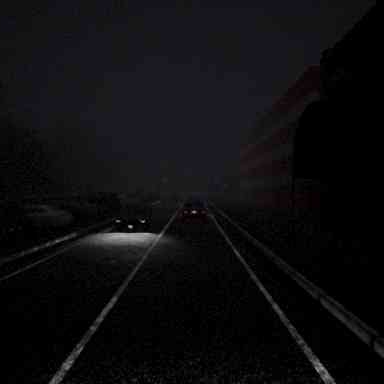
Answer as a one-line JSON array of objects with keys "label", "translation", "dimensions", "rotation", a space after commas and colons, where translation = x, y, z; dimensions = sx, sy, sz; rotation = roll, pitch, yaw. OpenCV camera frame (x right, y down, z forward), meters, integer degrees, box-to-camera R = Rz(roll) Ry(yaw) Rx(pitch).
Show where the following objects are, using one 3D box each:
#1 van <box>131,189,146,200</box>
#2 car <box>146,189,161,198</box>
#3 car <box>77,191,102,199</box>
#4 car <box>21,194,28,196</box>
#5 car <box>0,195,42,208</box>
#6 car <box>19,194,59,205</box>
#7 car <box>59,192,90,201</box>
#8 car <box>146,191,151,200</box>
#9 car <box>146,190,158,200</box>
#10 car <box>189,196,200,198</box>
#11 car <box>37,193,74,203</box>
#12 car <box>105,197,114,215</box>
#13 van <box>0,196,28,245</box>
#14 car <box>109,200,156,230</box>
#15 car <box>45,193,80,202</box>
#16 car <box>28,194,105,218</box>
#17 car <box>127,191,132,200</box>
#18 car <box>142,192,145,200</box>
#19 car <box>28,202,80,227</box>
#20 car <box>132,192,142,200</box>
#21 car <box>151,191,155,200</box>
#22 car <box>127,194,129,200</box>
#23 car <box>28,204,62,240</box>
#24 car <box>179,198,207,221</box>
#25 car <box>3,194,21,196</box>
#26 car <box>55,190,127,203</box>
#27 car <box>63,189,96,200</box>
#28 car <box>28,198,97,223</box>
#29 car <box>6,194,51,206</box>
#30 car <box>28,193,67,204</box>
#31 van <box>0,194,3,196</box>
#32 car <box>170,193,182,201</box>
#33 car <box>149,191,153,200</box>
[{"label": "van", "translation": [-9.302, 0.813, 47.470], "dimensions": [4.442, 1.987, 1.878], "rotation": [0, 1, 0]}, {"label": "car", "translation": [-9.090, 0.500, 67.247], "dimensions": [5.566, 2.045, 2.435], "rotation": [0, 1, 0]}, {"label": "car", "translation": [-21.620, 0.575, 70.034], "dimensions": [4.553, 1.767, 2.185], "rotation": [0, 0, 0]}, {"label": "car", "translation": [-21.814, 1.033, 38.845], "dimensions": [4.553, 1.767, 2.185], "rotation": [0, 1, 0]}, {"label": "car", "translation": [-21.768, 1.119, 41.669], "dimensions": [5.008, 1.535, 2.097], "rotation": [0, 1, 0]}, {"label": "car", "translation": [-21.783, 1.068, 47.441], "dimensions": [4.792, 1.488, 2.163], "rotation": [0, 1, 0]}, {"label": "car", "translation": [-21.717, 0.839, 61.557], "dimensions": [4.892, 1.521, 2.231], "rotation": [0, 1, 0]}, {"label": "car", "translation": [-9.147, 1.028, 50.298], "dimensions": [4.792, 1.488, 2.163], "rotation": [0, 1, 0]}, {"label": "car", "translation": [-9.132, 0.838, 61.599], "dimensions": [5.008, 1.535, 2.097], "rotation": [0, 1, 0]}, {"label": "car", "translation": [0.289, 1.203, 42.817], "dimensions": [2.033, 1.411, 5.357], "rotation": [0, 1, 1]}, {"label": "car", "translation": [-21.730, 0.960, 53.087], "dimensions": [5.008, 1.535, 2.097], "rotation": [0, 1, 0]}, {"label": "car", "translation": [-9.255, 1.355, 27.695], "dimensions": [4.674, 1.452, 2.002], "rotation": [0, 1, 0]}, {"label": "van", "translation": [-9.417, 1.257, 13.426], "dimensions": [4.442, 1.987, 1.878], "rotation": [0, 0, 0]}, {"label": "car", "translation": [-3.306, 1.466, 20.520], "dimensions": [2.033, 1.411, 5.357], "rotation": [0, 0, 0]}, {"label": "car", "translation": [-21.722, 0.921, 55.911], "dimensions": [4.892, 1.521, 2.231], "rotation": [0, 1, 0]}, {"label": "car", "translation": [-9.293, 1.229, 24.868], "dimensions": [4.553, 1.767, 2.185], "rotation": [0, 1, 0]}, {"label": "car", "translation": [-9.255, 1.071, 36.169], "dimensions": [4.553, 1.767, 2.185], "rotation": [0, 1, 0]}, {"label": "car", "translation": [-9.193, 1.118, 44.648], "dimensions": [4.674, 1.452, 2.002], "rotation": [0, 1, 0]}, {"label": "car", "translation": [-9.279, 1.474, 19.219], "dimensions": [4.674, 1.452, 2.002], "rotation": [0, 1, 0]}, {"label": "car", "translation": [-9.029, 1.154, 38.996], "dimensions": [5.366, 1.575, 1.946], "rotation": [0, 1, 0]}, {"label": "car", "translation": [-9.154, 0.960, 55.950], "dimensions": [4.674, 1.452, 2.002], "rotation": [0, 1, 0]}, {"label": "car", "translation": [-9.419, 1.233, 33.346], "dimensions": [5.366, 1.575, 1.946], "rotation": [0, 1, 0]}, {"label": "car", "translation": [-9.293, 1.508, 16.385], "dimensions": [4.674, 1.452, 2.002], "rotation": [0, 1, 0]}, {"label": "car", "translation": [0.167, 1.415, 25.646], "dimensions": [2.033, 1.411, 5.357], "rotation": [0, 1, 0]}, {"label": "car", "translation": [-21.798, 1.198, 36.023], "dimensions": [5.008, 1.535, 2.097], "rotation": [0, 1, 0]}, {"label": "car", "translation": [-9.271, 1.024, 30.517], "dimensions": [5.566, 2.045, 2.435], "rotation": [0, 1, 0]}, {"label": "car", "translation": [-21.674, 0.547, 64.253], "dimensions": [5.566, 2.045, 2.435], "rotation": [0, 1, 0]}, {"label": "car", "translation": [-9.266, 1.394, 22.044], "dimensions": [5.008, 1.535, 2.097], "rotation": [0, 1, 0]}, {"label": "car", "translation": [-21.769, 1.080, 44.493], "dimensions": [5.008, 1.535, 2.097], "rotation": [0, 1, 0]}, {"label": "car", "translation": [-21.740, 0.999, 50.264], "dimensions": [5.008, 1.535, 2.097], "rotation": [0, 1, 0]}, {"label": "van", "translation": [-21.918, 1.010, 33.324], "dimensions": [4.442, 1.987, 1.878], "rotation": [0, 1, 0]}, {"label": "car", "translation": [-2.905, 0.928, 61.057], "dimensions": [1.837, 1.490, 4.892], "rotation": [0, 1, 1]}, {"label": "car", "translation": [-9.169, 0.999, 53.124], "dimensions": [4.674, 1.452, 2.002], "rotation": [0, 1, 0]}]
